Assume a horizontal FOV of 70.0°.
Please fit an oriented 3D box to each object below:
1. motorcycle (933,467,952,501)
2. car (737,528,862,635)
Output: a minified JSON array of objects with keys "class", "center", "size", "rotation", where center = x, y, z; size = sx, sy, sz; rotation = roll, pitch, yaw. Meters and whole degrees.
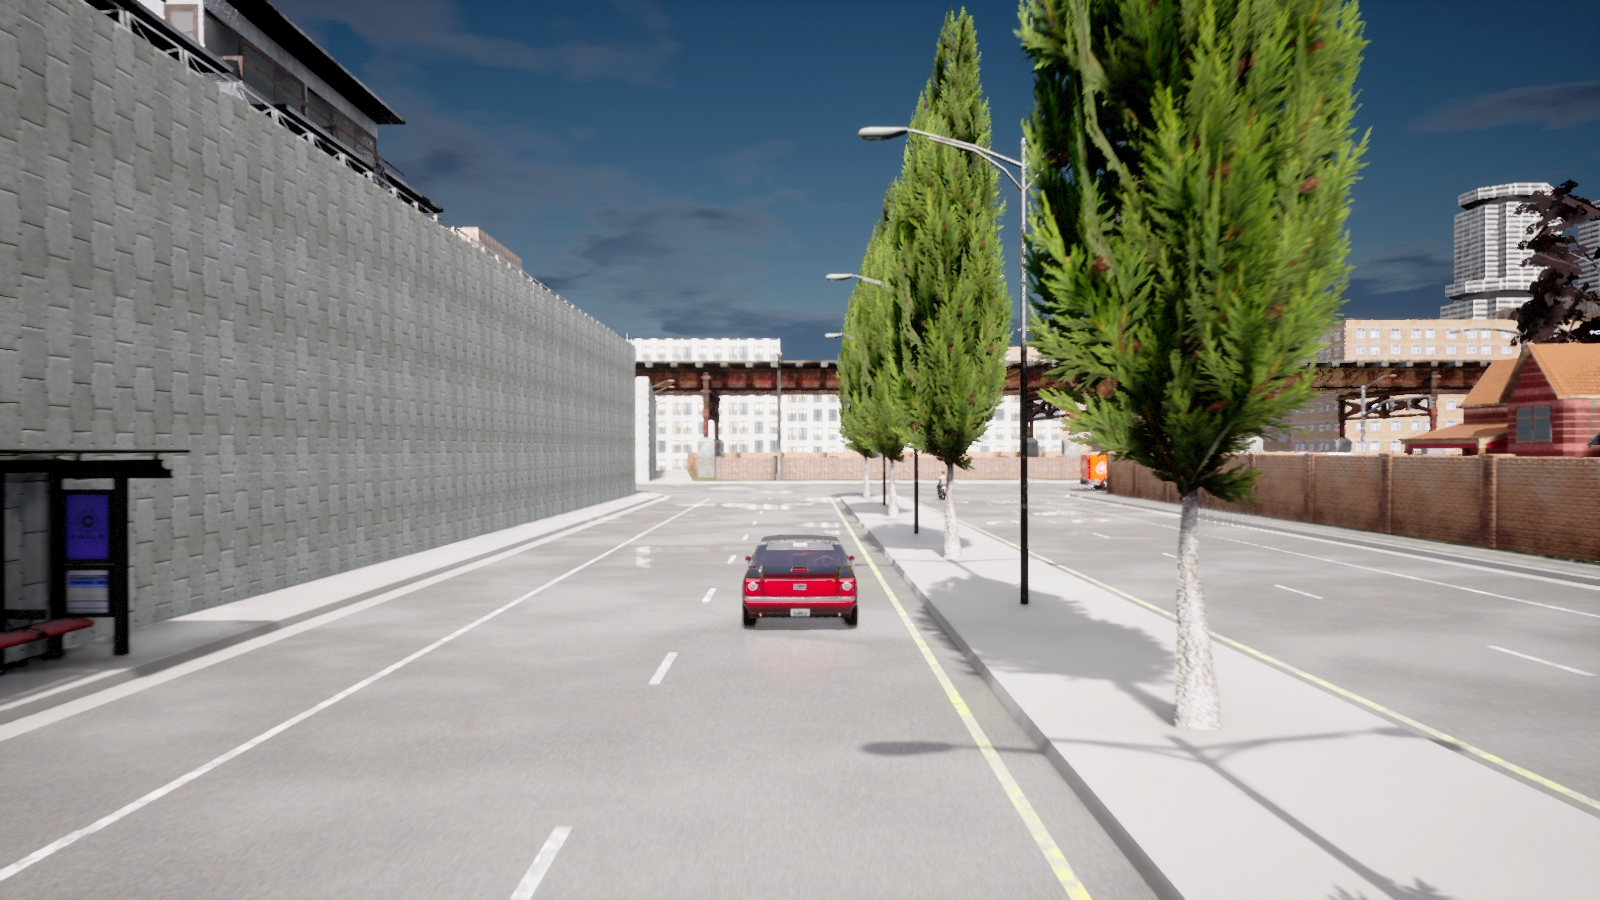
[{"class":"motorcycle","center":[8.007,1.888,64.199],"size":[0.764,1.802,2.356],"rotation":[0,0,0]},{"class":"car","center":[-0.002,2.155,19.663],"size":[1.895,1.301,4.718],"rotation":[0,0,0]}]
